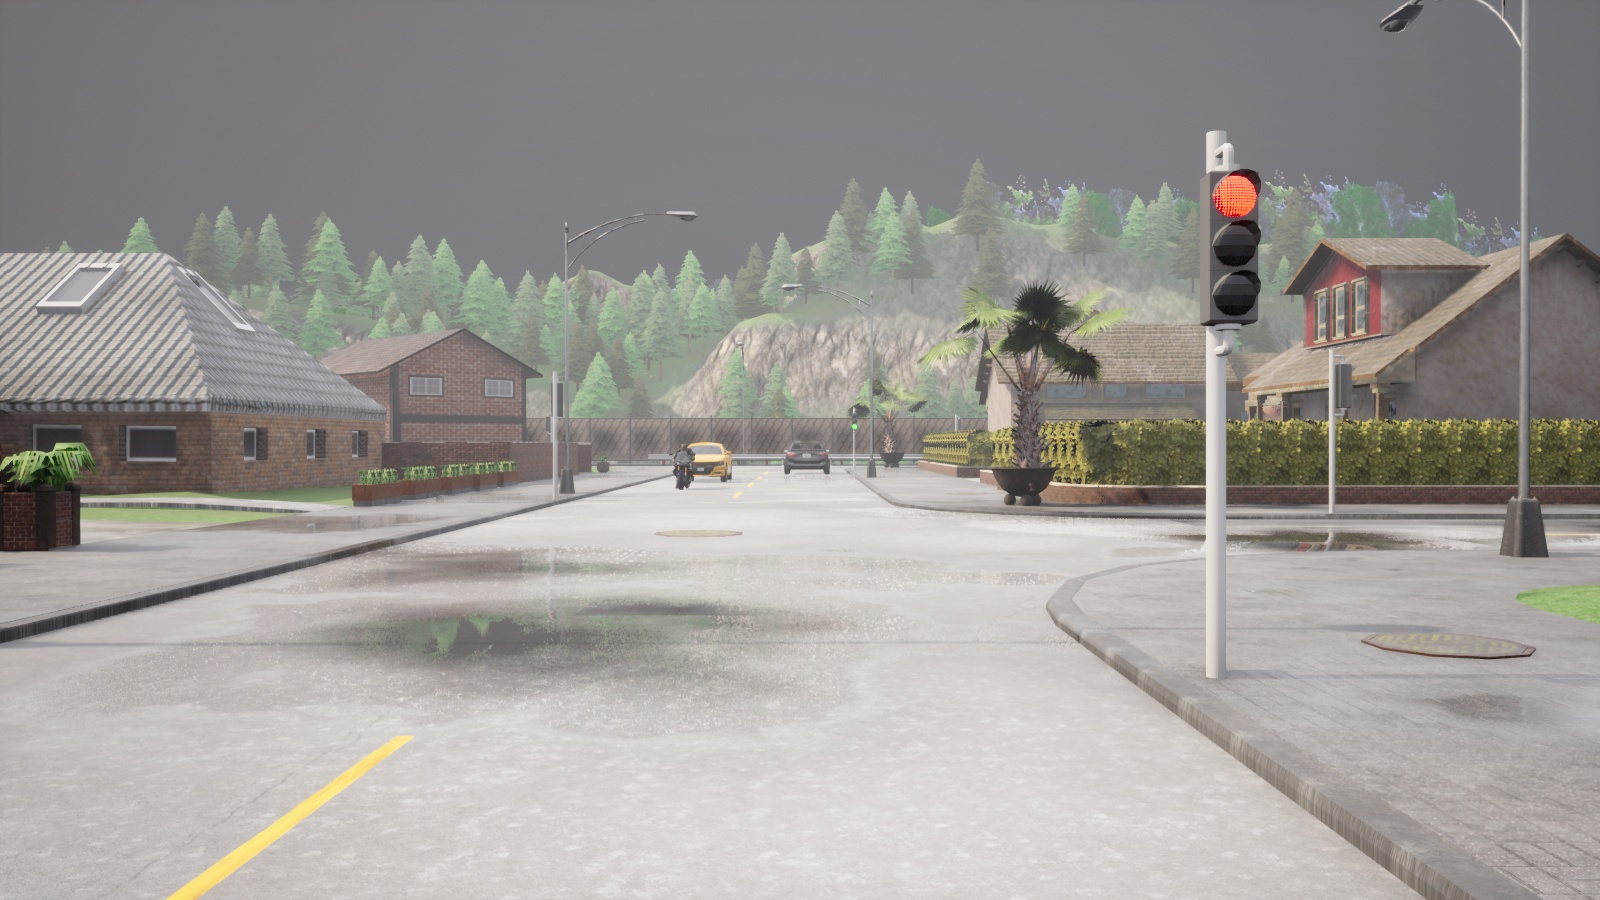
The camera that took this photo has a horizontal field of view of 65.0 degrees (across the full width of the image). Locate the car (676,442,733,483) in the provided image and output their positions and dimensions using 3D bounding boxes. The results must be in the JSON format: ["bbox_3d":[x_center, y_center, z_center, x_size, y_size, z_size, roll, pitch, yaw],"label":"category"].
[{"bbox_3d":[-3.719,0.441,49.599,1.882,1.535,5.008,0,0,0],"label":"car"}]

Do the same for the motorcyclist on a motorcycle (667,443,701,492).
[{"bbox_3d":[-3.750,0.549,40.694,0.866,1.530,2.191,0,0,1],"label":"motorcyclist on a motorcycle"}]

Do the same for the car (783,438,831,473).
[{"bbox_3d":[0.343,0.242,61.757,2.242,1.667,4.611,0,0,0],"label":"car"}]
